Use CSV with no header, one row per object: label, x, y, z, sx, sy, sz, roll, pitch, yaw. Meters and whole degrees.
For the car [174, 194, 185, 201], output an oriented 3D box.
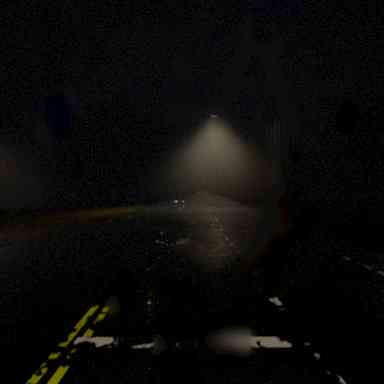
car,-2.328,1.009,63.790,1.895,1.301,4.718,0,1,2
